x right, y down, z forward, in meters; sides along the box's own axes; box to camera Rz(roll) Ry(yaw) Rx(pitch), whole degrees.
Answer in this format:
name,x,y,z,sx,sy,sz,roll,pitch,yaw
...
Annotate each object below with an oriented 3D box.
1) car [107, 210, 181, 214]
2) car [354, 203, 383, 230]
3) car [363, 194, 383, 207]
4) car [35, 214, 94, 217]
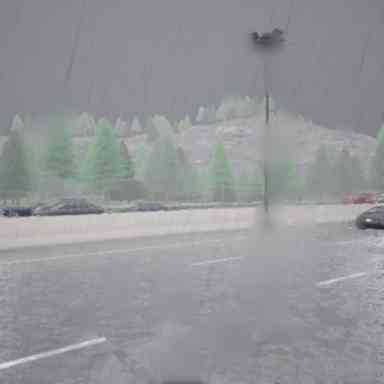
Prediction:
name,x,y,z,sx,sy,sz,roll,pitch,yaw
car,-3.237,1.497,22.735,5.357,1.411,2.033,0,0,-32
car,11.283,1.487,18.929,4.181,1.385,1.994,0,0,-29
car,26.393,1.166,46.357,4.553,1.767,2.097,0,0,-26
car,-8.646,1.466,23.359,4.892,1.490,1.837,0,0,-33
